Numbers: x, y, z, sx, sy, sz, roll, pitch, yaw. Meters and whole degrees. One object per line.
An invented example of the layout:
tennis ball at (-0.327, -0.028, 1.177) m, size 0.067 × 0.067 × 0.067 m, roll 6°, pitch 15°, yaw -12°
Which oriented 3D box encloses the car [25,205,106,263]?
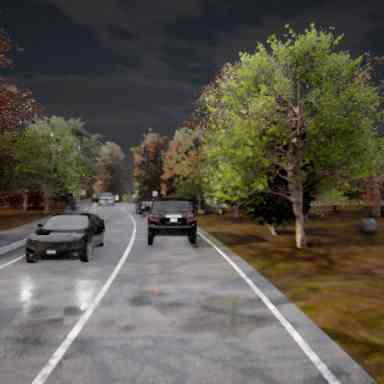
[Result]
car at (-4.361, 1.472, 12.166) m, size 1.882 × 1.535 × 5.008 m, roll 0°, pitch 0°, yaw -6°

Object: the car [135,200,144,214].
car at (-4.848, 1.559, 35.084) m, size 2.033 × 1.411 × 5.357 m, roll 1°, pitch 0°, yaw -14°

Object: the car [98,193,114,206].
car at (-13.638, 1.123, 52.954) m, size 2.150 × 2.045 × 5.566 m, roll 1°, pitch 0°, yaw -15°

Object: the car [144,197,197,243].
car at (-1.098, 1.238, 16.293) m, size 2.150 × 2.045 × 5.566 m, roll 1°, pitch 0°, yaw -7°
